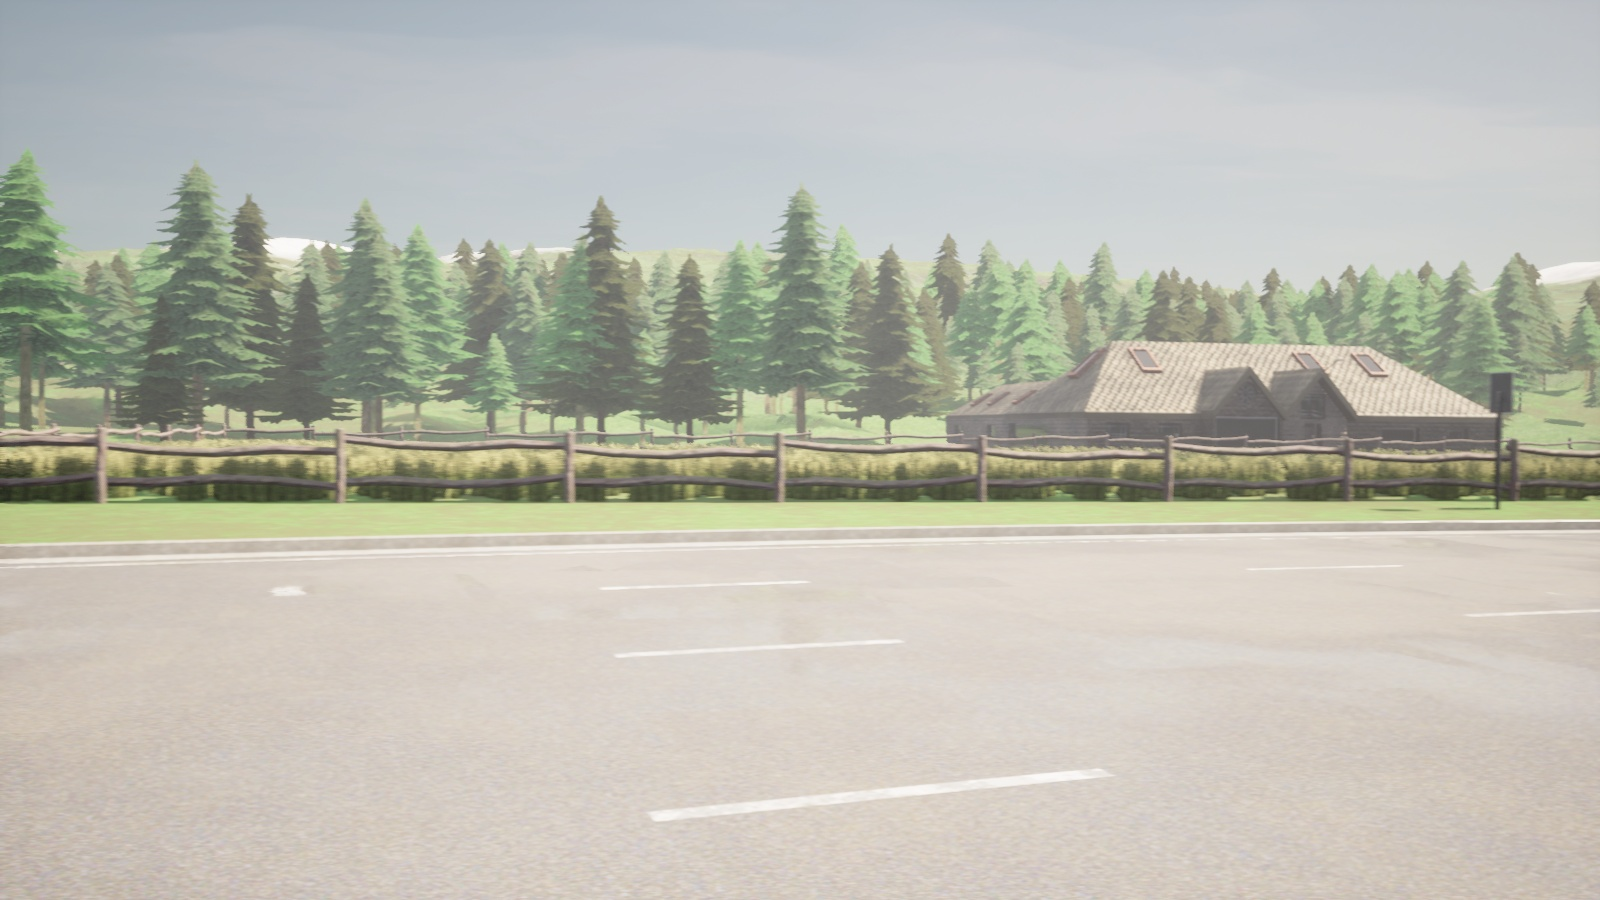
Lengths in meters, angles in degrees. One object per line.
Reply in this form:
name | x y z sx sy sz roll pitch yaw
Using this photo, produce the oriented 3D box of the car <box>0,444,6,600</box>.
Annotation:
car | -9.151 0.732 10.833 3.633 1.501 1.845 -1 1 -24
